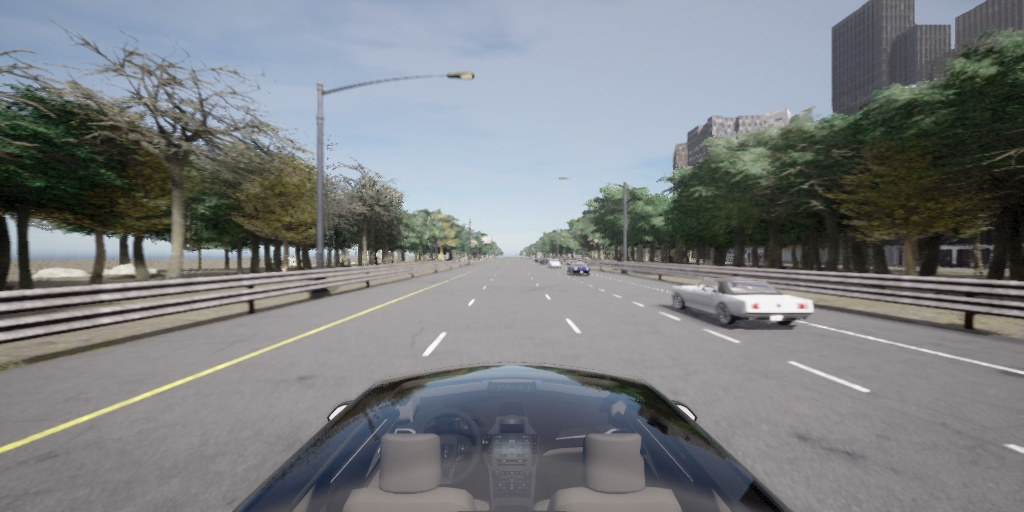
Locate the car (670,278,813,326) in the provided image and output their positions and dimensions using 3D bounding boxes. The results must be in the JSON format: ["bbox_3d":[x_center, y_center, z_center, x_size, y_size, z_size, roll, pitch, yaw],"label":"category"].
[{"bbox_3d":[7.000,1.356,11.709,1.895,1.301,4.718,0,0,0],"label":"car"}]

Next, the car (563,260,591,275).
[{"bbox_3d":[7.056,1.365,38.643,1.895,1.301,4.718,0,0,0],"label":"car"}]

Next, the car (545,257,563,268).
[{"bbox_3d":[7.122,1.296,60.599,1.812,1.442,4.674,0,0,0],"label":"car"}]
